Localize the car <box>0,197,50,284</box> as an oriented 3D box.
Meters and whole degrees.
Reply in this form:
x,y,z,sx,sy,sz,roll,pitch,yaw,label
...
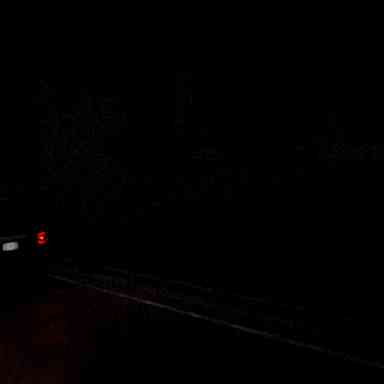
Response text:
x,y,z,sx,sy,sz,roll,pitch,yaw,label
-5.748,1.142,8.103,5.566,2.045,2.150,0,0,36,car
